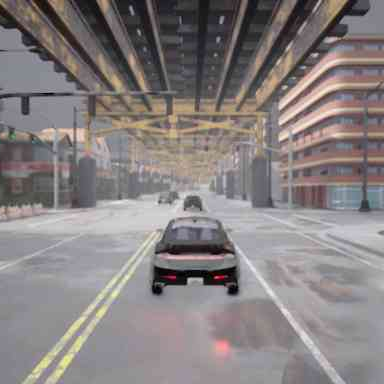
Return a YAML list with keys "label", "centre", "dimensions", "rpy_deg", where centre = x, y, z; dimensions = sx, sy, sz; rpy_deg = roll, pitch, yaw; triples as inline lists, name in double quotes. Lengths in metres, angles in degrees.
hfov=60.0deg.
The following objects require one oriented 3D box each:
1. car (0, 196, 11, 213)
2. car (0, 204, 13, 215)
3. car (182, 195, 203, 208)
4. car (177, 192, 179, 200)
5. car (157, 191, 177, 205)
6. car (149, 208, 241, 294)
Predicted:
- label: "car"
  centre: [-16.818, 0.981, 25.928]
  dimensions: [4.536, 1.218, 1.853]
  rpy_deg: [0, 1, -20]
- label: "car"
  centre: [-16.769, 1.138, 25.948]
  dimensions: [4.974, 1.542, 2.038]
  rpy_deg: [0, 1, -20]
- label: "car"
  centre: [0.088, 1.083, 34.764]
  dimensions: [1.837, 1.490, 4.892]
  rpy_deg: [0, 1, 0]
- label: "car"
  centre: [-3.547, 0.540, 64.009]
  dimensions: [2.097, 1.767, 4.553]
  rpy_deg: [0, 1, 1]
- label: "car"
  centre: [-3.599, 0.942, 45.375]
  dimensions: [2.128, 1.511, 4.902]
  rpy_deg: [0, 1, 0]
- label: "car"
  centre: [0.071, 1.388, 8.475]
  dimensions: [2.128, 1.511, 4.902]
  rpy_deg: [0, 1, 0]
